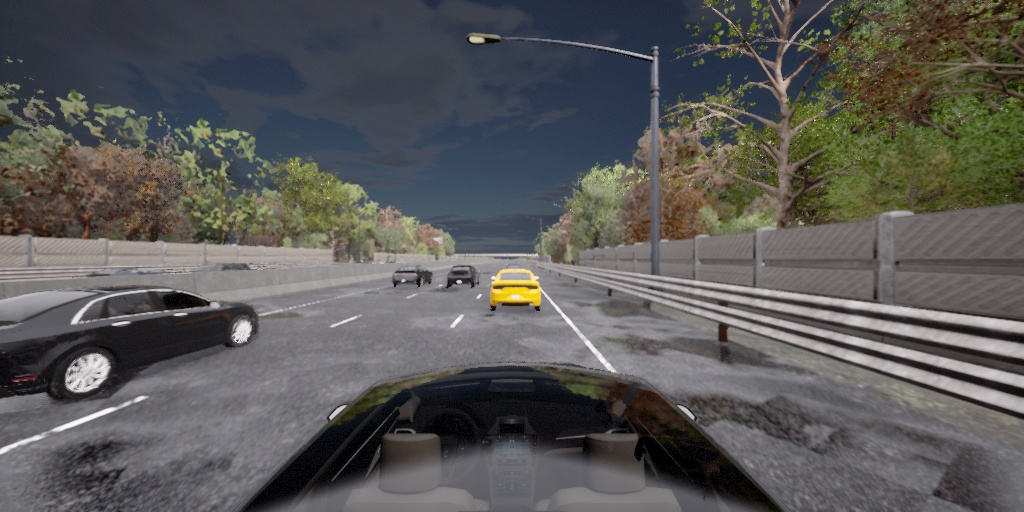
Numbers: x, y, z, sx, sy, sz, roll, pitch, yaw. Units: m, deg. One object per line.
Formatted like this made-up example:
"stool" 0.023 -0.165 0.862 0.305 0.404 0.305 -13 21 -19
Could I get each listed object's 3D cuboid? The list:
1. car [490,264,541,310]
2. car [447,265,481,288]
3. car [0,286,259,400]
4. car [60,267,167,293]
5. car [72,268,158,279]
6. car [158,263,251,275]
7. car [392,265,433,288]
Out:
"car" 0.136 1.296 15.186 1.882 1.535 5.008 0 0 0
"car" -3.328 1.380 25.102 1.837 1.490 4.892 0 0 0
"car" -6.888 1.276 6.462 1.837 1.490 4.892 0 0 0
"car" -24.532 1.418 22.337 1.994 1.385 4.181 0 0 0
"car" -21.044 1.442 20.070 1.895 1.301 4.718 0 0 0
"car" -17.537 1.201 21.263 2.097 1.767 4.553 0 0 0
"car" -6.827 1.365 25.014 2.128 1.511 4.902 0 0 0
